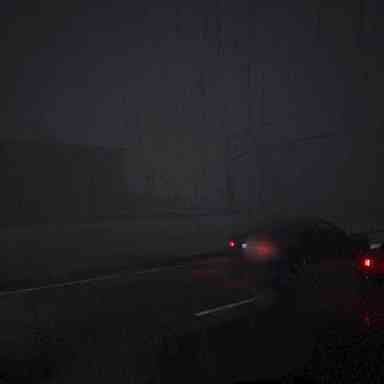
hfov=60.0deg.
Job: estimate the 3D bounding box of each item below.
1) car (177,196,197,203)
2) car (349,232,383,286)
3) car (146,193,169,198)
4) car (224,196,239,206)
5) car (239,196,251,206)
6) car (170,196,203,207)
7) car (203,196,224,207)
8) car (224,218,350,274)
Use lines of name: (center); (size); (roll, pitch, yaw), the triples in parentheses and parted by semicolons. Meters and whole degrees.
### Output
car: (-1.044, 1.557, 68.671); (1.994, 1.385, 4.181); (0, 0, -36)
car: (6.108, 1.601, 8.144); (4.718, 1.301, 1.895); (0, 0, -35)
car: (-7.033, 1.477, 64.931); (1.882, 1.535, 5.008); (0, 0, -36)
car: (4.855, 1.477, 54.485); (1.882, 1.535, 5.008); (0, 0, -36)
car: (7.780, 1.477, 56.416); (1.882, 1.535, 5.008); (0, 0, -36)
car: (-0.861, 1.352, 50.436); (2.097, 1.767, 4.553); (0, 0, -36)
car: (2.146, 1.491, 52.253); (2.128, 1.511, 4.902); (0, 0, -36)
car: (3.534, 1.547, 10.615); (5.357, 1.411, 2.033); (0, 0, -35)
